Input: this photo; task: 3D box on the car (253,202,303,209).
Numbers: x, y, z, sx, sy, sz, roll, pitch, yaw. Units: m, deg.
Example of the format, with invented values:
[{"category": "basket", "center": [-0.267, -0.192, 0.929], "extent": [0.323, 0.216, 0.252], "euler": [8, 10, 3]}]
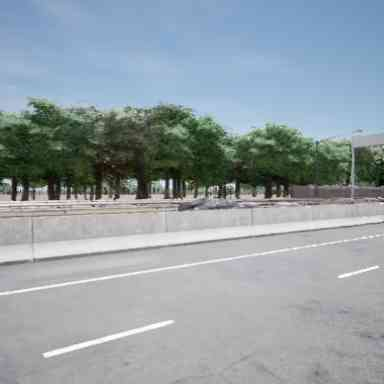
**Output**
[{"category": "car", "center": [7.301, 1.549, 26.275], "extent": [4.674, 1.442, 1.812], "euler": [0, 0, -35]}]

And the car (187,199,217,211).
[{"category": "car", "center": [2.384, 1.501, 31.379], "extent": [4.902, 1.511, 2.128], "euler": [0, 0, -35]}]

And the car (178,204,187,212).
[{"category": "car", "center": [0.918, 1.488, 34.585], "extent": [5.008, 1.535, 1.882], "euler": [0, 0, -35]}]

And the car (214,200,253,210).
[{"category": "car", "center": [4.546, 1.609, 28.619], "extent": [4.718, 1.301, 1.895], "euler": [0, 0, -35]}]
